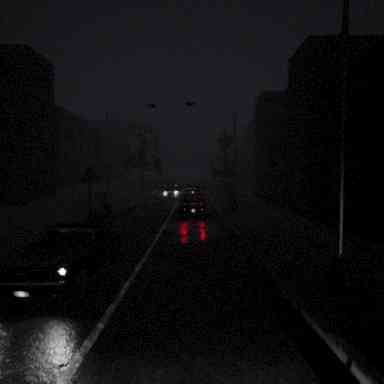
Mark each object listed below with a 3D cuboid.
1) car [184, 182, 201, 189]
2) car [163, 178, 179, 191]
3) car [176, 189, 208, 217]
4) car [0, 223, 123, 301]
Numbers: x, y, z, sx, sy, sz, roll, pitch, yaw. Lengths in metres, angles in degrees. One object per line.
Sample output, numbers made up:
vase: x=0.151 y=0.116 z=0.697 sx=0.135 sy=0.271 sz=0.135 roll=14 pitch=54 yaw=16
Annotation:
car: x=0.077 y=-0.405 z=40.812 sx=1.837 sy=1.490 sz=4.892 roll=0 pitch=5 yaw=0
car: x=-3.108 y=-1.189 z=49.204 sx=2.097 sy=1.767 sz=4.553 roll=0 pitch=4 yaw=0
car: x=0.085 y=0.826 z=23.291 sx=2.128 sy=1.511 sz=4.902 roll=0 pitch=3 yaw=0
car: x=-3.106 y=1.505 z=8.250 sx=1.895 sy=1.301 sz=4.718 roll=0 pitch=1 yaw=0
